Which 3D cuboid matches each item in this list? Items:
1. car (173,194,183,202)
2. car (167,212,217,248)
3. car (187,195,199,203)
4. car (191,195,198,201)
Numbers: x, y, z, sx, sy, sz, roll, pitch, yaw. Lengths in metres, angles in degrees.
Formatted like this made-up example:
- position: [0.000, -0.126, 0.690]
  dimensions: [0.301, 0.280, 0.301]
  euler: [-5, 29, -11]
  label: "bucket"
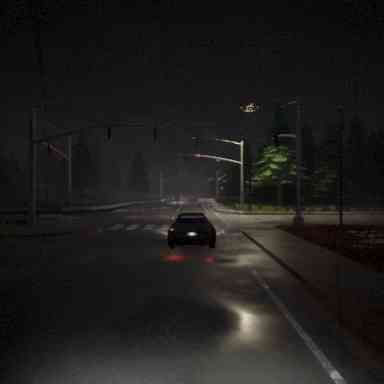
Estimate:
- position: [-3.173, 1.299, 75.389]
  dimensions: [2.097, 1.767, 4.553]
  euler: [0, 0, 2]
  label: "car"
- position: [0.000, 1.569, 14.650]
  dimensions: [1.994, 1.385, 4.181]
  euler: [0, 0, 0]
  label: "car"
- position: [0.118, 1.531, 68.185]
  dimensions: [1.812, 1.442, 4.674]
  euler: [0, 0, 1]
  label: "car"
- position: [0.662, 1.439, 83.977]
  dimensions: [1.837, 1.490, 4.892]
  euler: [0, 0, 2]
  label: "car"
